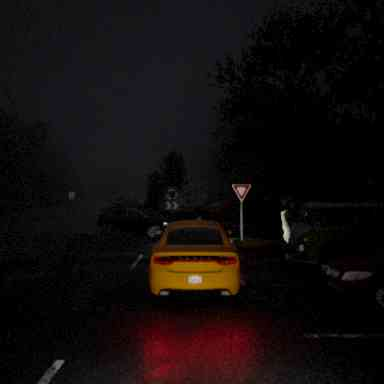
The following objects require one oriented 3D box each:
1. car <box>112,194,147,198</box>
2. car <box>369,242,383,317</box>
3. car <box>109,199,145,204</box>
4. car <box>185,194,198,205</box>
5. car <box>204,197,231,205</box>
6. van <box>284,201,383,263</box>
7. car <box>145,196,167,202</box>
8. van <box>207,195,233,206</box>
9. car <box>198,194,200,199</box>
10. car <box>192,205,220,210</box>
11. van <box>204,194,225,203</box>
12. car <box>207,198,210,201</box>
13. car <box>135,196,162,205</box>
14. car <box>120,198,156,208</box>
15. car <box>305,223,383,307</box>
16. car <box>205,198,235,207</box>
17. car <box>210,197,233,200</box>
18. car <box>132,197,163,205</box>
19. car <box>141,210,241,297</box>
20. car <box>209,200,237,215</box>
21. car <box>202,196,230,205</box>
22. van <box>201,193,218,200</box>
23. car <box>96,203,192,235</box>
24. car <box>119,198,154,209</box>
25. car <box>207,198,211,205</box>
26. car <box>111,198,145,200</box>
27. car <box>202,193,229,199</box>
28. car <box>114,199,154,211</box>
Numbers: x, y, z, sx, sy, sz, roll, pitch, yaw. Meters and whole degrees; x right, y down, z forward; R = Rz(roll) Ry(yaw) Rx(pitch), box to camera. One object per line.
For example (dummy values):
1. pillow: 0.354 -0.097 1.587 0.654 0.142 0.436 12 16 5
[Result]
1. car: -8.319 1.588 44.744 5.566 2.045 2.435 0 1 0
2. car: 5.041 1.519 4.008 4.674 1.452 2.002 0 0 0
3. car: -8.370 1.932 39.196 4.792 1.488 2.163 0 1 0
4. car: -0.230 1.633 64.683 1.882 1.535 5.008 0 0 0
5. car: 4.742 1.687 61.493 4.792 1.488 2.163 0 1 0
6. van: 4.910 1.233 9.465 4.442 1.987 1.878 -1 0 0
7. car: -8.414 1.621 78.050 4.792 1.488 2.163 0 0 0
8. van: 4.833 1.457 58.719 4.442 1.987 1.878 0 1 0
9. car: 4.664 1.333 80.749 5.566 2.045 2.435 0 0 0
10. car: -0.350 1.961 28.470 4.718 1.301 1.895 -1 -3 22
11. van: 4.818 1.381 72.439 4.442 1.987 1.878 0 0 0
12. car: 4.730 1.880 44.750 4.674 1.452 2.002 0 1 0
13. car: -8.375 1.639 64.168 4.892 1.521 2.231 0 1 0
14. car: -8.542 1.741 53.075 5.366 1.575 1.946 0 1 0
15. car: 5.040 1.508 6.793 4.674 1.452 2.002 0 0 0
16. car: 4.692 1.743 55.828 4.792 1.488 2.163 0 1 0
17. car: 4.770 1.776 39.333 4.553 1.767 2.185 0 1 0
18. car: -8.181 1.654 61.401 5.366 1.575 1.946 0 1 0
19. car: 0.063 1.458 8.627 1.882 1.535 5.008 0 0 0
20. car: 4.737 1.933 36.563 5.008 1.535 2.097 0 1 0
21. car: 4.544 1.805 47.519 5.366 1.575 1.946 0 1 0
22. van: 4.796 1.328 91.956 4.442 1.987 1.878 0 0 0
23. car: -2.815 1.561 17.715 4.902 1.511 2.128 0 -2 26
24. car: -8.347 1.777 50.300 4.892 1.521 2.231 0 1 0
25. car: 4.706 1.901 41.980 4.792 1.488 2.163 0 1 0
26. car: -8.339 1.871 41.971 5.008 1.535 2.097 0 1 0
27. car: 4.752 1.494 53.056 5.566 2.045 2.435 0 1 0
28. car: -8.165 1.805 47.523 5.366 1.575 1.946 0 1 0
